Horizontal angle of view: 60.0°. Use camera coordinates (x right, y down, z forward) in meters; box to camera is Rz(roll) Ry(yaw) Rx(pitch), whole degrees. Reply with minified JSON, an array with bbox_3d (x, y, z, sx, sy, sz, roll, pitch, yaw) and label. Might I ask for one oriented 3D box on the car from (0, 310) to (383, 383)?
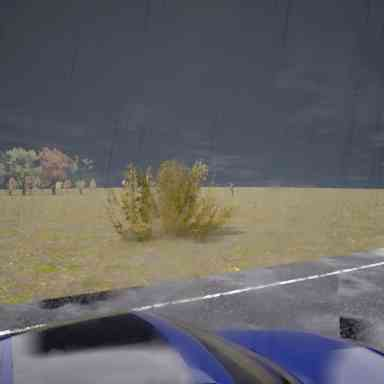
[{"bbox_3d":[-0.284,1.525,1.893,4.674,1.442,1.812,0,0,-29],"label":"car"}]
